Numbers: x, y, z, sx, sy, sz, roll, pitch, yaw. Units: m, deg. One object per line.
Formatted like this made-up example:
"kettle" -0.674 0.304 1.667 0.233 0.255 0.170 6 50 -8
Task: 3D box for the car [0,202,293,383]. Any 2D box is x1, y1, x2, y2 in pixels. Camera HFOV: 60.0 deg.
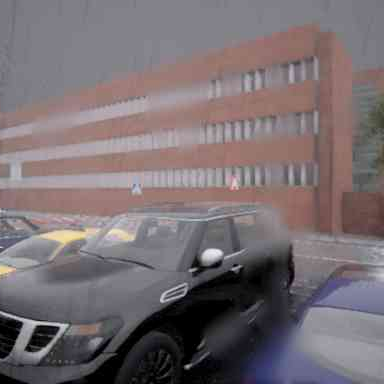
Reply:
"car" -0.203 1.210 5.102 2.435 2.045 5.566 0 0 35

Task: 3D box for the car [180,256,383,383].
"car" 2.111 1.519 3.485 2.002 1.452 4.674 0 0 35
